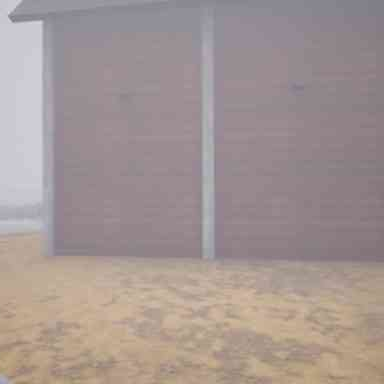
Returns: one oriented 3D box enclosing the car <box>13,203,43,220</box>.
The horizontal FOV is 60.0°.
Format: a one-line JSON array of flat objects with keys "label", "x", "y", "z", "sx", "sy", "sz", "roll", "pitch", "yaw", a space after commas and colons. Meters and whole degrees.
[{"label": "car", "x": -15.117, "y": 1.883, "z": 32.093, "sx": 1.837, "sy": 1.490, "sz": 4.892, "roll": 0, "pitch": 0, "yaw": 6}]
